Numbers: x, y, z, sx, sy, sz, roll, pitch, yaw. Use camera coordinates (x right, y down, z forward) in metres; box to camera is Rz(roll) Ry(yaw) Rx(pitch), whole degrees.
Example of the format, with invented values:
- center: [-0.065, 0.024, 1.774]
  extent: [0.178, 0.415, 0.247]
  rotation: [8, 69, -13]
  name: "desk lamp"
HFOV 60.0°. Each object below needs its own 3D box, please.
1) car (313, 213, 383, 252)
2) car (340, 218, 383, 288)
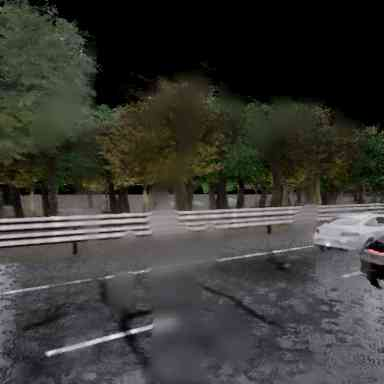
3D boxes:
- center: [6.465, 1.502, 12.418]
  extent: [4.674, 1.442, 1.812]
  rotation: [0, 0, -34]
  name: "car"
- center: [5.967, 1.475, 7.874]
  extent: [4.902, 1.511, 2.128]
  rotation: [0, 0, -34]
  name: "car"
